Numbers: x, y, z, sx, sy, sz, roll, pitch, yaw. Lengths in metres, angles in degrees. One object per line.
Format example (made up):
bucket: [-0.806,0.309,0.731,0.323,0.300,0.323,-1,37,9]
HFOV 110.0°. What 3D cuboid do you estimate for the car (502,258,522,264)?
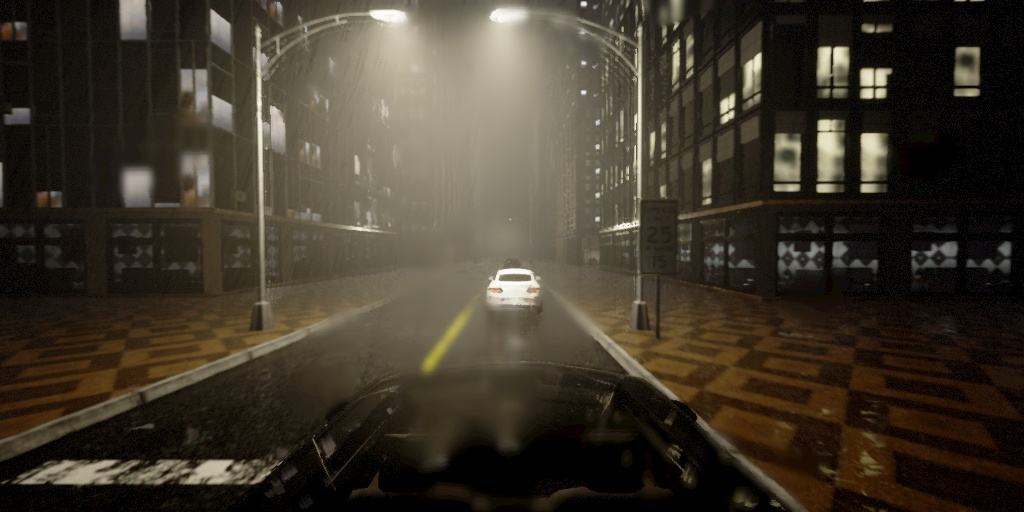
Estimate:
car: [0.018,0.914,39.451,1.837,1.490,4.892,0,1,0]

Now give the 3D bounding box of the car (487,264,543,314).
car: [0.100,1.176,13.132,1.812,1.442,4.674,0,1,0]
